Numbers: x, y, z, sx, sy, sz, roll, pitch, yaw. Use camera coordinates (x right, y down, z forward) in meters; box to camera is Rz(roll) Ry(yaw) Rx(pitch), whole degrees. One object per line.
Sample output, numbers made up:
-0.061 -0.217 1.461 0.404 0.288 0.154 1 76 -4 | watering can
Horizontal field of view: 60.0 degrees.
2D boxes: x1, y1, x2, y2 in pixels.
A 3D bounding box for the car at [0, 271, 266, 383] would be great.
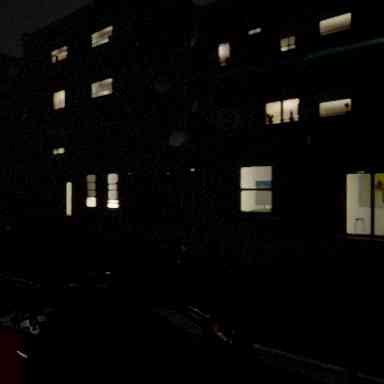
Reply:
-1.272 1.607 3.775 4.206 1.307 1.802 -1 0 35 | car
